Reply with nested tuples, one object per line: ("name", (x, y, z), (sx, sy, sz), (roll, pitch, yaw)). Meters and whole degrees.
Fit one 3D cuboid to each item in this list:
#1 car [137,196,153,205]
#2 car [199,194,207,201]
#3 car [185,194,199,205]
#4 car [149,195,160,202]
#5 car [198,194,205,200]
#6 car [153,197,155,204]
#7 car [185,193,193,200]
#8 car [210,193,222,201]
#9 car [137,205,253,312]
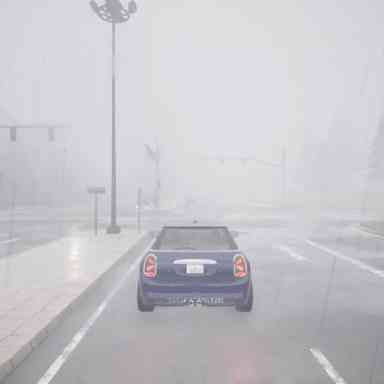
("car", (-8.299, 1.500, 57.040), (1.837, 1.490, 4.892), (0, 0, -1))
("car", (2.828, 1.506, 85.262), (1.812, 1.442, 4.674), (0, 0, -1))
("car", (-0.176, 1.521, 54.699), (1.812, 1.442, 4.674), (0, 0, -1))
("car", (-8.535, 1.533, 76.687), (2.033, 1.411, 5.357), (0, 0, -1))
("car", (2.660, 1.433, 95.586), (1.882, 1.535, 5.008), (0, 0, -1))
("car", (-8.389, 1.499, 66.249), (1.837, 1.490, 4.892), (0, 0, 0))
("car", (-0.840, 1.181, 95.559), (2.150, 2.045, 5.566), (0, 0, -1))
("car", (6.333, 1.207, 84.992), (2.150, 2.045, 5.566), (0, 0, -1))
("car", (0.069, 1.351, 7.880), (2.097, 1.767, 4.553), (0, 0, 0))
